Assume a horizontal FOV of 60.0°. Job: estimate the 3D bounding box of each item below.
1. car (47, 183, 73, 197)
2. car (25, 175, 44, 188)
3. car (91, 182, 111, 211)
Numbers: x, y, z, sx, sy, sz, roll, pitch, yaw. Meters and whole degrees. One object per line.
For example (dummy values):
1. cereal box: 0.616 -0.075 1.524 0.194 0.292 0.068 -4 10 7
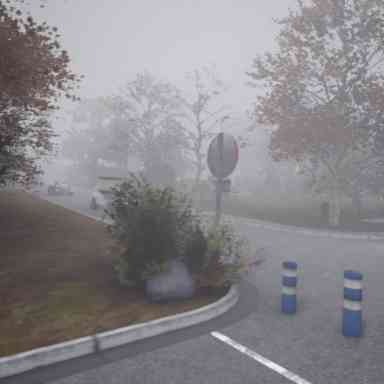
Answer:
1. car: -14.242 -0.268 35.960 1.812 1.442 4.674 2 2 -34
2. car: -24.127 -1.702 50.683 2.150 2.045 5.566 2 3 -34
3. car: -5.147 0.417 22.605 2.150 2.045 5.566 2 2 -34
